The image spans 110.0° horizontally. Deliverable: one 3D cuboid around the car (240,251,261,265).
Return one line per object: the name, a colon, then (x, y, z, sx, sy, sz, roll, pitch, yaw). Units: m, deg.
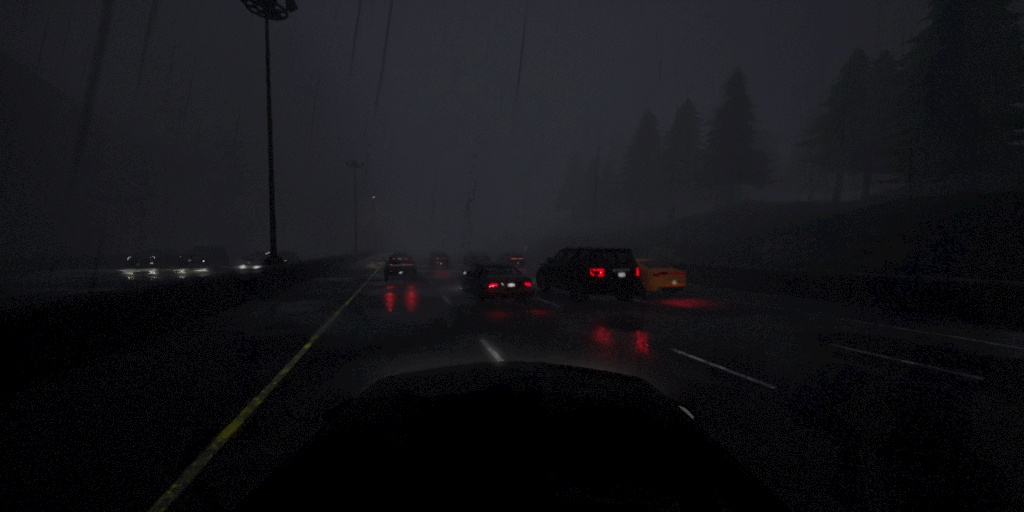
car: (-26.611, 0.205, 37.807, 2.033, 1.411, 5.357, 0, 2, -17)

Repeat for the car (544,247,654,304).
car: (2.854, 0.646, 14.525, 2.150, 2.045, 5.566, 0, 2, -17)

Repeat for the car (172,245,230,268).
car: (-29.153, -0.037, 34.160, 2.150, 2.045, 5.566, 0, 1, -17)

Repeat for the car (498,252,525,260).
car: (-0.155, 0.349, 35.842, 1.837, 1.490, 4.892, 0, 2, -17)

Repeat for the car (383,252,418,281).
car: (-6.975, 0.656, 22.488, 2.128, 1.511, 4.902, 0, 2, -17)

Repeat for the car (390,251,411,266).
car: (-12.075, 0.254, 38.769, 2.033, 1.411, 5.357, 0, 2, -17)

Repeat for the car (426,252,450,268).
car: (-7.099, 0.347, 34.593, 1.837, 1.490, 4.892, 0, 2, -17)

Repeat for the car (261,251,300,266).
car: (-21.906, 0.277, 34.423, 1.837, 1.490, 4.892, 0, 1, -17)

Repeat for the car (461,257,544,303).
car: (-0.775, 0.957, 14.405, 2.033, 1.411, 5.357, 0, 2, -17)

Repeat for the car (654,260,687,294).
car: (5.801, 0.856, 16.827, 1.882, 1.535, 5.008, 0, 2, -17)

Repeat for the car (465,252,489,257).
car: (-3.364, 0.345, 34.376, 1.882, 1.535, 5.008, 0, 2, -17)

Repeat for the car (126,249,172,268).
car: (-32.288, 0.121, 32.456, 2.097, 1.767, 4.553, 0, 2, -17)
